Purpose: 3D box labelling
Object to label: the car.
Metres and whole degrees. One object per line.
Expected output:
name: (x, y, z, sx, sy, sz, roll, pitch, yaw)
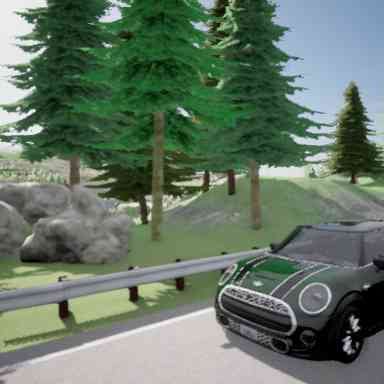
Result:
car: (2.566, 1.342, 5.985, 4.553, 1.767, 2.097, 0, 0, -37)
